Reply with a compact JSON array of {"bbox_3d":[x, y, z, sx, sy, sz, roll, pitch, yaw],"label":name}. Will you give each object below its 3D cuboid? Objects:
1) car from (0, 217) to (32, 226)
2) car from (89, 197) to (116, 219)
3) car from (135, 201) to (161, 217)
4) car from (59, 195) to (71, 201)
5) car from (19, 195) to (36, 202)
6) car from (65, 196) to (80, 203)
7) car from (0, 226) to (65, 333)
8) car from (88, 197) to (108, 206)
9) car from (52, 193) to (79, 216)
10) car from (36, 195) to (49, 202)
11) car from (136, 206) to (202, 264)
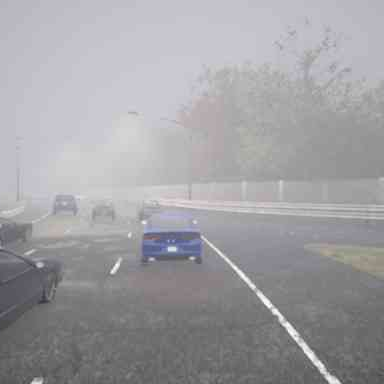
[{"bbox_3d":[-7.976,1.617,13.128,1.895,1.301,4.718,0,0,-7],"label":"car"},{"bbox_3d":[-7.720,1.493,29.055,2.128,1.511,4.902,0,0,-16],"label":"car"},{"bbox_3d":[-3.397,1.480,26.390,2.128,1.511,4.902,0,0,-14],"label":"car"},{"bbox_3d":[-29.581,1.403,77.464,1.994,1.385,4.181,0,0,-31],"label":"car"},{"bbox_3d":[-36.567,1.379,72.884,4.892,1.490,1.837,0,0,44],"label":"car"},{"bbox_3d":[-25.960,1.623,71.954,1.895,1.301,4.718,0,0,-34],"label":"car"},{"bbox_3d":[-3.682,1.556,5.051,2.033,1.411,5.357,0,0,-3],"label":"car"},{"bbox_3d":[-16.329,1.554,57.655,2.033,1.411,5.357,0,0,-31],"label":"car"},{"bbox_3d":[-12.770,1.236,33.707,2.150,2.045,5.566,0,0,-18],"label":"car"},{"bbox_3d":[-34.024,1.393,75.290,4.902,1.511,2.128,0,0,44],"label":"car"},{"bbox_3d":[-0.801,1.470,11.885,1.882,1.535,5.008,0,0,-6],"label":"car"}]
